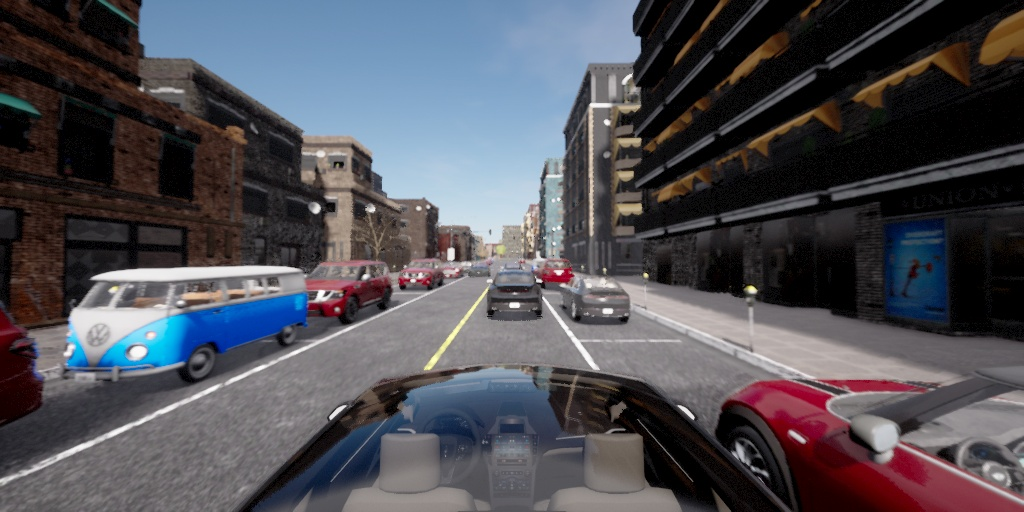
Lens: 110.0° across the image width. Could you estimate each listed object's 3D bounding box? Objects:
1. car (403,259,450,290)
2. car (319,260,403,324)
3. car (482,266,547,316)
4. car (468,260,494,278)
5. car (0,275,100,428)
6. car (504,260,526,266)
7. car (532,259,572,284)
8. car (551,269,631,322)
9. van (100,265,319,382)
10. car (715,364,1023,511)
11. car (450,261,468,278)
[{"bbox_3d":[-5.691,1.104,23.093,2.192,1.841,5.009,0,0,0],"label":"car"},{"bbox_3d":[-5.690,1.084,12.279,2.192,1.841,5.009,0,0,0],"label":"car"},{"bbox_3d":[0.089,1.276,13.392,1.837,1.490,4.892,0,0,0],"label":"car"},{"bbox_3d":[-3.096,1.375,35.322,1.994,1.385,4.181,0,0,0],"label":"car"},{"bbox_3d":[-5.689,1.064,1.464,2.192,1.841,5.009,0,0,0],"label":"car"},{"bbox_3d":[0.090,1.291,29.386,2.128,1.511,4.902,0,0,0],"label":"car"},{"bbox_3d":[2.690,1.104,23.086,2.192,1.841,5.009,0,0,0],"label":"car"},{"bbox_3d":[2.691,1.320,12.272,2.007,1.370,4.403,0,0,0],"label":"car"},{"bbox_3d":[-5.690,1.100,6.871,1.690,1.789,3.998,0,0,0],"label":"van"},{"bbox_3d":[2.691,1.189,1.458,1.967,1.591,4.097,0,0,0],"label":"car"},{"bbox_3d":[-5.692,1.248,33.908,1.967,1.591,4.097,0,0,0],"label":"car"}]
